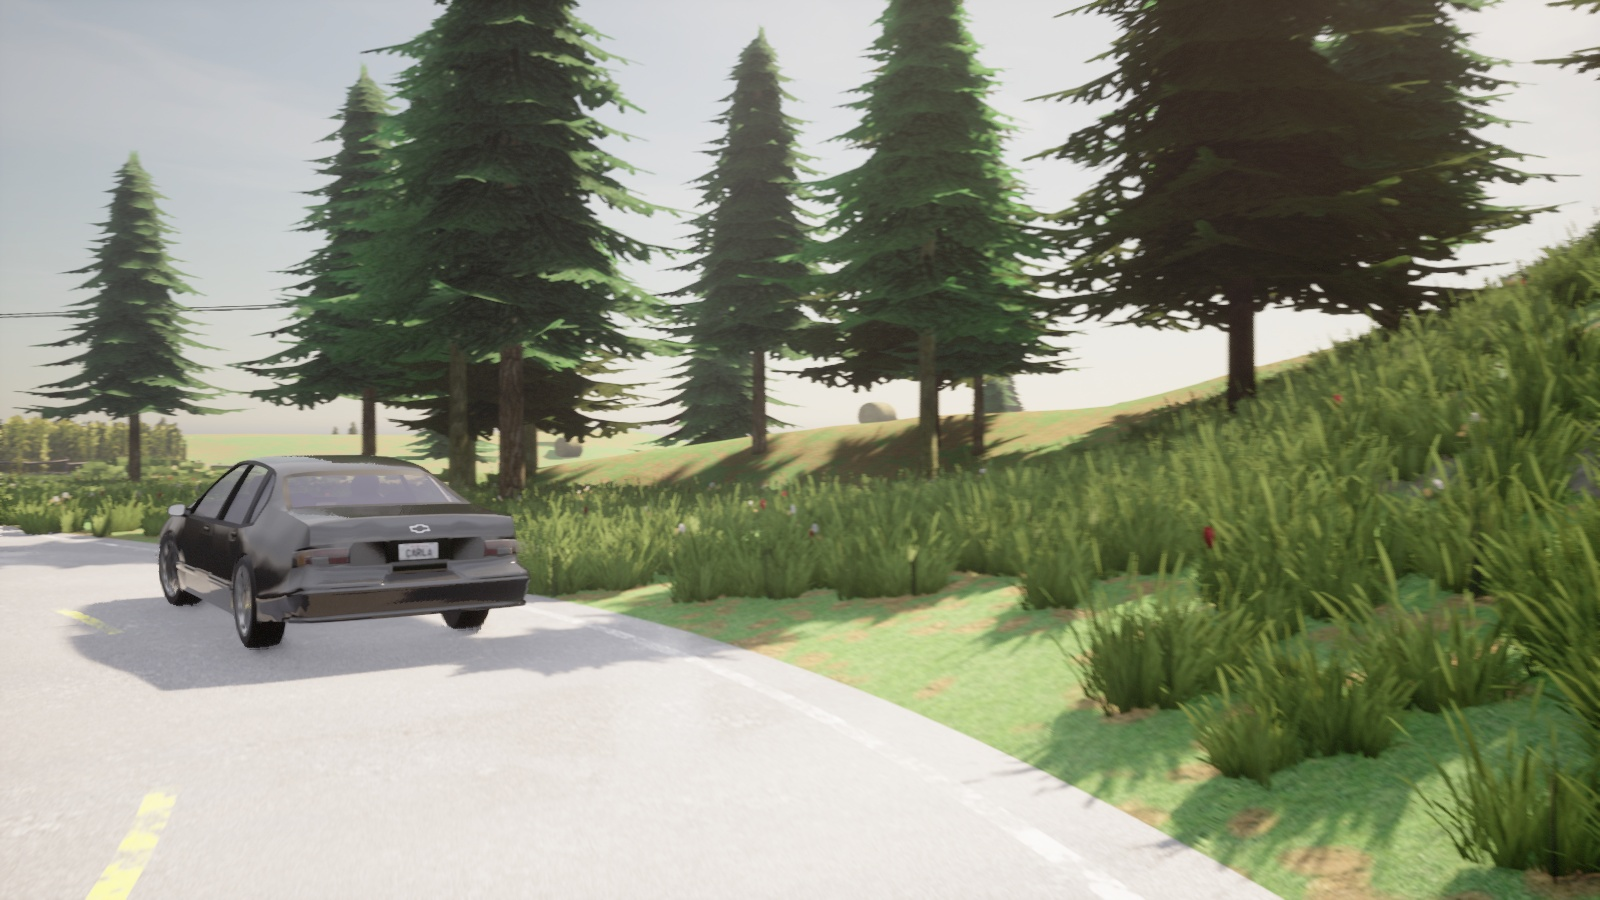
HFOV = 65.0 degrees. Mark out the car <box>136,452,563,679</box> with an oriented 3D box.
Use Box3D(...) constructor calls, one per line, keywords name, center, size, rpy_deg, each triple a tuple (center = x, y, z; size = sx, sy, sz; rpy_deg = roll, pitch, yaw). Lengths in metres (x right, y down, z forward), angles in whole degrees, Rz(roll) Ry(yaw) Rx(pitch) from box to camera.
Box3D(name="car", center=(-4.130, 0.738, 10.770), size=(2.033, 1.411, 5.357), rpy_deg=(0, 0, -36))
